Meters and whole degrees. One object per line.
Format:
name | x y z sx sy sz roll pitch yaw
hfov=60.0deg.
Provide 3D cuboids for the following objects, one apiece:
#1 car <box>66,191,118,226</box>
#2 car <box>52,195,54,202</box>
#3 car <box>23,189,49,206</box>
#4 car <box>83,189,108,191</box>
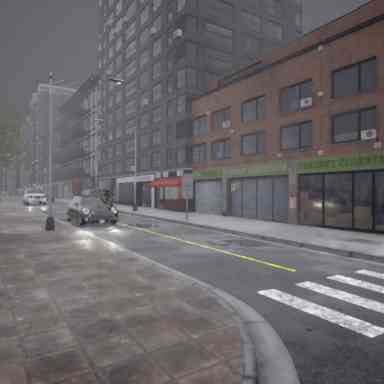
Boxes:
car | -6.136 1.008 20.193 2.097 1.767 4.553 0 1 -33
car | -22.750 0.851 51.657 1.837 1.490 4.892 0 -2 -33
car | -19.671 0.590 41.537 2.150 2.045 5.566 0 0 -32
car | -8.988 0.756 30.151 2.150 2.045 5.566 0 1 -32
